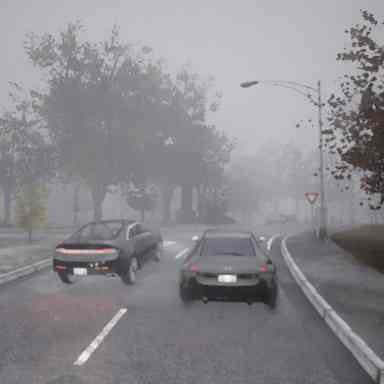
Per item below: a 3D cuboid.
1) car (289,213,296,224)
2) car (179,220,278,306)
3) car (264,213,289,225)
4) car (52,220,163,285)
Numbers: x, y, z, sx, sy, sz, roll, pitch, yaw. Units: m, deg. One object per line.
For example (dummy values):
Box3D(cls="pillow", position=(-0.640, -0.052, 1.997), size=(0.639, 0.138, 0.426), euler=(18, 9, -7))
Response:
Box3D(cls="car", position=(12.822, 3.655, 47.086), size=(1.882, 1.535, 5.008), euler=(1, -4, -11))
Box3D(cls="car", position=(0.898, 1.595, 8.220), size=(1.994, 1.385, 4.181), euler=(-1, 0, 7))
Box3D(cls="car", position=(10.292, 3.418, 41.625), size=(1.895, 1.301, 4.718), euler=(0, -4, 3))
Box3D(cls="car", position=(-2.151, 1.558, 9.760), size=(2.128, 1.511, 4.902), euler=(-1, 0, 8))
